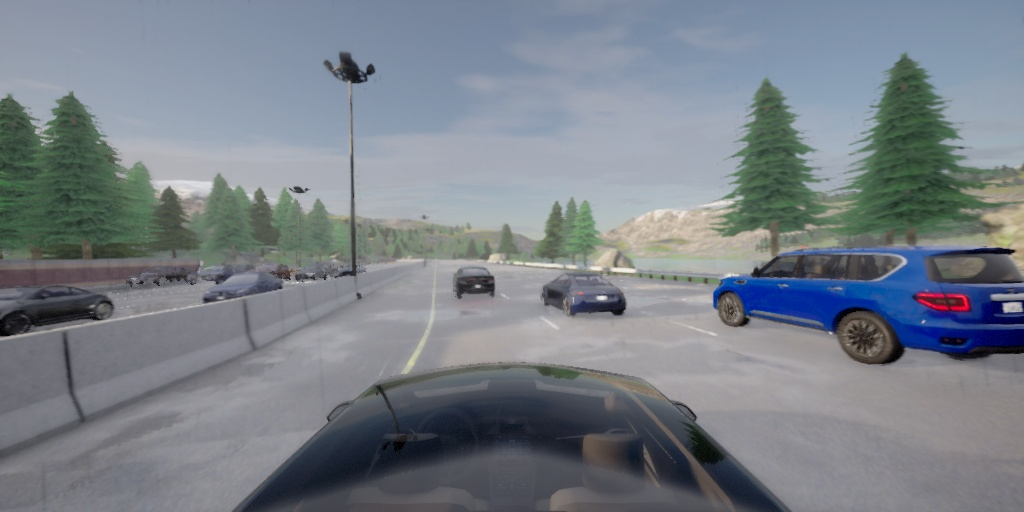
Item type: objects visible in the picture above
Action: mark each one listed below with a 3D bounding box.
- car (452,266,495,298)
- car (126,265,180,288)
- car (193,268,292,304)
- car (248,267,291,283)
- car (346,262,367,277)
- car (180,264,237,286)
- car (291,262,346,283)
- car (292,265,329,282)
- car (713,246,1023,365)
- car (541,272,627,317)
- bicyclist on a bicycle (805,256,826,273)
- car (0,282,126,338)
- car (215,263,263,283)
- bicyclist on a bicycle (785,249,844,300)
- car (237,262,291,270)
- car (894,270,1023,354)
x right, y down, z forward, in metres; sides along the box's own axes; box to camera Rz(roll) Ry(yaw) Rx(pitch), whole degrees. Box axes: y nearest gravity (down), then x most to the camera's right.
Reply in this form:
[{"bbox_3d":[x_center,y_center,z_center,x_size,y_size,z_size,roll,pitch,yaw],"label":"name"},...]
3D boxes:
[{"bbox_3d":[-2.119,1.291,19.236,1.882,1.535,5.008,-1,0,-12],"label":"car"},{"bbox_3d":[-25.291,1.416,26.030,2.128,1.511,4.902,-1,0,-12],"label":"car"},{"bbox_3d":[-12.865,1.548,17.543,1.812,1.442,4.674,-1,0,-12],"label":"car"},{"bbox_3d":[-23.641,1.820,35.098,1.994,1.385,4.181,-1,0,-11],"label":"car"},{"bbox_3d":[-17.329,1.490,39.178,2.097,1.767,4.553,-1,0,-12],"label":"car"},{"bbox_3d":[-21.867,1.349,26.752,1.812,1.442,4.674,-1,0,-12],"label":"car"},{"bbox_3d":[-15.019,1.218,28.197,2.128,1.511,4.902,-1,0,-12],"label":"car"},{"bbox_3d":[-20.355,1.700,36.502,1.837,1.490,4.892,-1,-1,-12],"label":"car"},{"bbox_3d":[6.983,0.843,7.858,2.150,2.045,5.566,0,0,-6],"label":"car"},{"bbox_3d":[2.431,1.281,13.092,1.994,1.385,4.181,-1,0,-10],"label":"car"},{"bbox_3d":[12.774,0.528,15.200,0.582,1.620,1.656,-42,0,22],"label":"bicyclist on a bicycle"},{"bbox_3d":[-15.187,1.624,11.217,1.994,1.385,4.181,-1,0,-10],"label":"car"},{"bbox_3d":[-27.449,1.682,36.256,2.097,1.767,4.553,-1,0,-12],"label":"car"},{"bbox_3d":[14.095,0.845,16.740,1.656,1.620,0.582,44,2,-3],"label":"bicyclist on a bicycle"},{"bbox_3d":[-18.444,1.236,27.475,1.882,1.535,5.008,-1,0,-12],"label":"car"},{"bbox_3d":[10.379,1.078,6.459,1.812,1.442,4.674,-1,0,-5],"label":"car"}]
